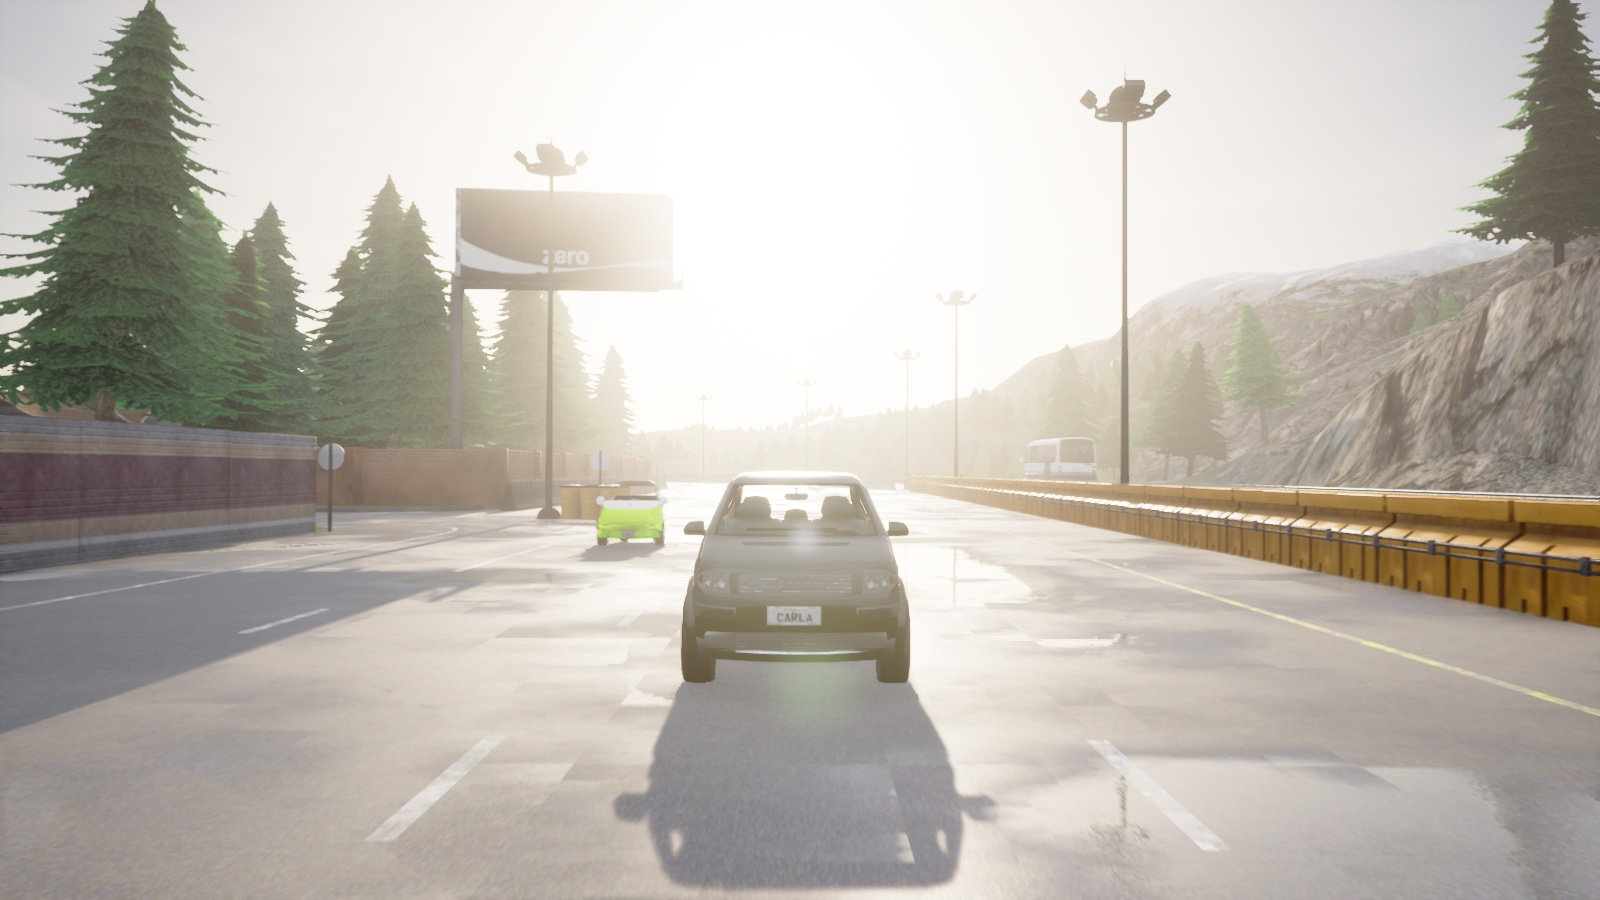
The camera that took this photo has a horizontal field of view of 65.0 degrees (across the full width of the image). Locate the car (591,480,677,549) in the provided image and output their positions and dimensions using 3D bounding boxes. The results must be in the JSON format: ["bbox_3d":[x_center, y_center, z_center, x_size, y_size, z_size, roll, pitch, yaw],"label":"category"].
[{"bbox_3d":[-3.461,1.326,26.462,1.481,1.376,2.207,0,-1,1],"label":"car"}]

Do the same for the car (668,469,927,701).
[{"bbox_3d":[-0.025,0.962,10.539,1.789,1.549,3.705,0,0,0],"label":"car"}]
